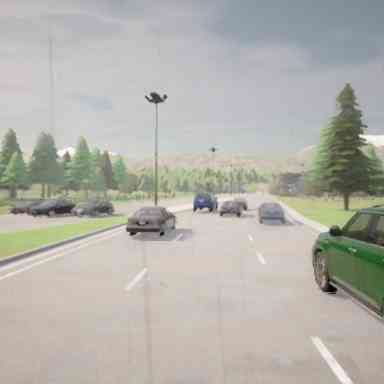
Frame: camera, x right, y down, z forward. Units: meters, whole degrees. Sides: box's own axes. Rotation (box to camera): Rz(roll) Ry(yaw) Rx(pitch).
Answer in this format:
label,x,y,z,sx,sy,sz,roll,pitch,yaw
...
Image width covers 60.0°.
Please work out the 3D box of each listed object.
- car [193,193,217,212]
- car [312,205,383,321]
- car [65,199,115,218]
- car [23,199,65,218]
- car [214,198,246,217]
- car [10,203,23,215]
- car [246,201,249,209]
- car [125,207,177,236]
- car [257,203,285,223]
label,x,y,z,sx,sy,sz,roll,pitch,yaw
car,1.604,1.175,38.276,2.150,2.045,5.566,0,0,12
car,3.855,1.222,5.670,2.150,2.045,5.566,0,0,3
car,-8.757,1.436,29.955,2.128,1.511,4.902,0,0,15
car,-12.367,1.414,29.973,1.882,1.535,5.008,0,0,15
car,3.722,1.515,31.432,2.033,1.411,5.357,0,0,12
car,-15.417,1.492,32.172,1.994,1.385,4.181,0,0,14
car,5.973,1.484,41.998,1.812,1.442,4.674,0,0,13
car,-2.083,1.520,18.245,2.033,1.411,5.357,0,0,6
car,6.018,1.527,25.359,2.033,1.411,5.357,0,0,11
